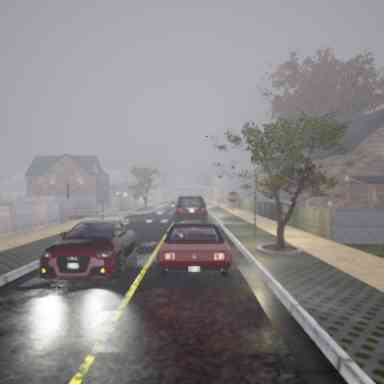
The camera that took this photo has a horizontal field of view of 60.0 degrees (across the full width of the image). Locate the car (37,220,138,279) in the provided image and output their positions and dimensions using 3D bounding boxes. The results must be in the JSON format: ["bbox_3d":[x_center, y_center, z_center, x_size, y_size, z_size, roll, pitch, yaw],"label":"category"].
[{"bbox_3d":[-2.837,1.569,9.931,1.994,1.385,4.181,0,0,0],"label":"car"}]

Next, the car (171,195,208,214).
[{"bbox_3d":[-0.236,1.238,22.839,2.150,2.045,5.566,0,0,-5],"label":"car"}]

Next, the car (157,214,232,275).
[{"bbox_3d":[0.072,1.606,10.385,1.895,1.301,4.718,0,0,0],"label":"car"}]

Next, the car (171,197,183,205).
[{"bbox_3d":[-2.774,1.673,63.585,2.033,1.411,5.357,0,0,1],"label":"car"}]
